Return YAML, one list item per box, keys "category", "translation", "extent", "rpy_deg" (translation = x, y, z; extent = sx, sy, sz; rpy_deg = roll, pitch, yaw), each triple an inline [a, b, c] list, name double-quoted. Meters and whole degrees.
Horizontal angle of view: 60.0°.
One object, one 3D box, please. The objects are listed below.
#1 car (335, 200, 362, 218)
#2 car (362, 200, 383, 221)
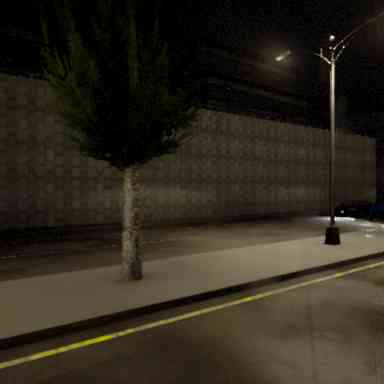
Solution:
- category: "car"
  translation: [13.717, 1.391, 27.894]
  extent: [4.181, 1.385, 1.994]
  rpy_deg: [0, 0, -35]
- category: "car"
  translation: [14.949, 1.311, 24.477]
  extent: [5.008, 1.535, 1.882]
  rpy_deg: [0, 0, -35]
